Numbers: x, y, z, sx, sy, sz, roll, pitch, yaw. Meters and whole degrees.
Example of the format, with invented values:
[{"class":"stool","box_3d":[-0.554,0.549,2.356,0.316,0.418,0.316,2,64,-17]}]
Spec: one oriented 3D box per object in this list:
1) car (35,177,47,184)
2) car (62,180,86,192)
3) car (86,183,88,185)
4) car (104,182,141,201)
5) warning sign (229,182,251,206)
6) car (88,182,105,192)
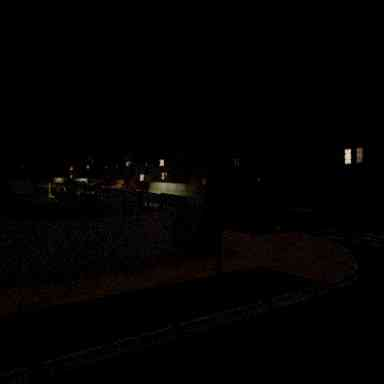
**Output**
[{"class":"car","box_3d":[-37.641,-3.000,82.919,2.097,1.767,4.553,-3,4,-35]},{"class":"car","box_3d":[-17.315,-0.883,47.614,1.882,1.535,5.008,0,3,-35]},{"class":"car","box_3d":[-17.954,-1.066,53.305,2.033,1.411,5.357,0,3,-35]},{"class":"car","box_3d":[-6.190,0.043,31.616,2.128,1.511,4.902,0,3,-35]},{"class":"warning sign","box_3d":[3.846,0.143,26.590,1.300,1.860,1.060,-3,2,-35]},{"class":"car","box_3d":[-12.055,-0.603,44.996,1.812,1.442,4.674,0,3,-34]}]
